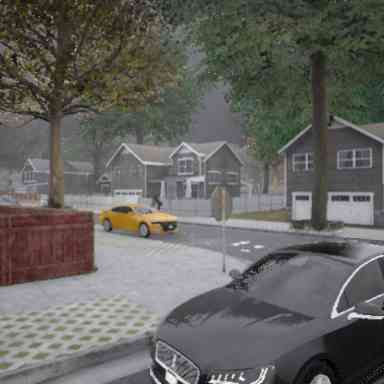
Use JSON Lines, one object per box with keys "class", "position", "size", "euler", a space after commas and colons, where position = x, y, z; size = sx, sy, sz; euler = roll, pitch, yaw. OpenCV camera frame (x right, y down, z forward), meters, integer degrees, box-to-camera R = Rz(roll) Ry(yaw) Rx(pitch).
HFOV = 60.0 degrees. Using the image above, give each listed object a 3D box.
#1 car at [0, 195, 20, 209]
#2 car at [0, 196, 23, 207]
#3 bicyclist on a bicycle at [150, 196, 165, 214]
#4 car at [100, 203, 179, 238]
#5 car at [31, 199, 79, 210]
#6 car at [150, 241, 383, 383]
{"class": "car", "position": [-22.574, 1.141, 39.607], "size": [5.357, 1.411, 2.033], "euler": [1, 1, 44]}
{"class": "car", "position": [-17.152, 1.270, 30.586], "size": [4.181, 1.385, 1.994], "euler": [1, 1, 42]}
{"class": "bicyclist on a bicycle", "position": [-2.657, 1.123, 25.130], "size": [0.582, 1.620, 1.656], "euler": [1, 1, 43]}
{"class": "car", "position": [-2.823, 1.352, 17.295], "size": [5.008, 1.535, 1.882], "euler": [1, 1, 43]}
{"class": "car", "position": [-9.842, 1.289, 23.803], "size": [4.902, 1.511, 2.128], "euler": [1, 1, 43]}
{"class": "car", "position": [1.788, 1.503, 4.526], "size": [4.892, 1.490, 1.837], "euler": [0, -1, -35]}
